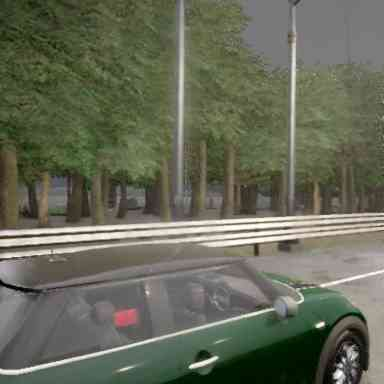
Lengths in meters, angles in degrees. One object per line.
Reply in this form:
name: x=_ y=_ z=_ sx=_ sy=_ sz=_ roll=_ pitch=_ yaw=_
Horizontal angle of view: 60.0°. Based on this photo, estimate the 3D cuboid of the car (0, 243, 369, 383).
car: x=-0.043 y=1.372 z=3.661 sx=4.553 sy=1.767 sz=2.097 roll=1 pitch=0 yaw=-35
